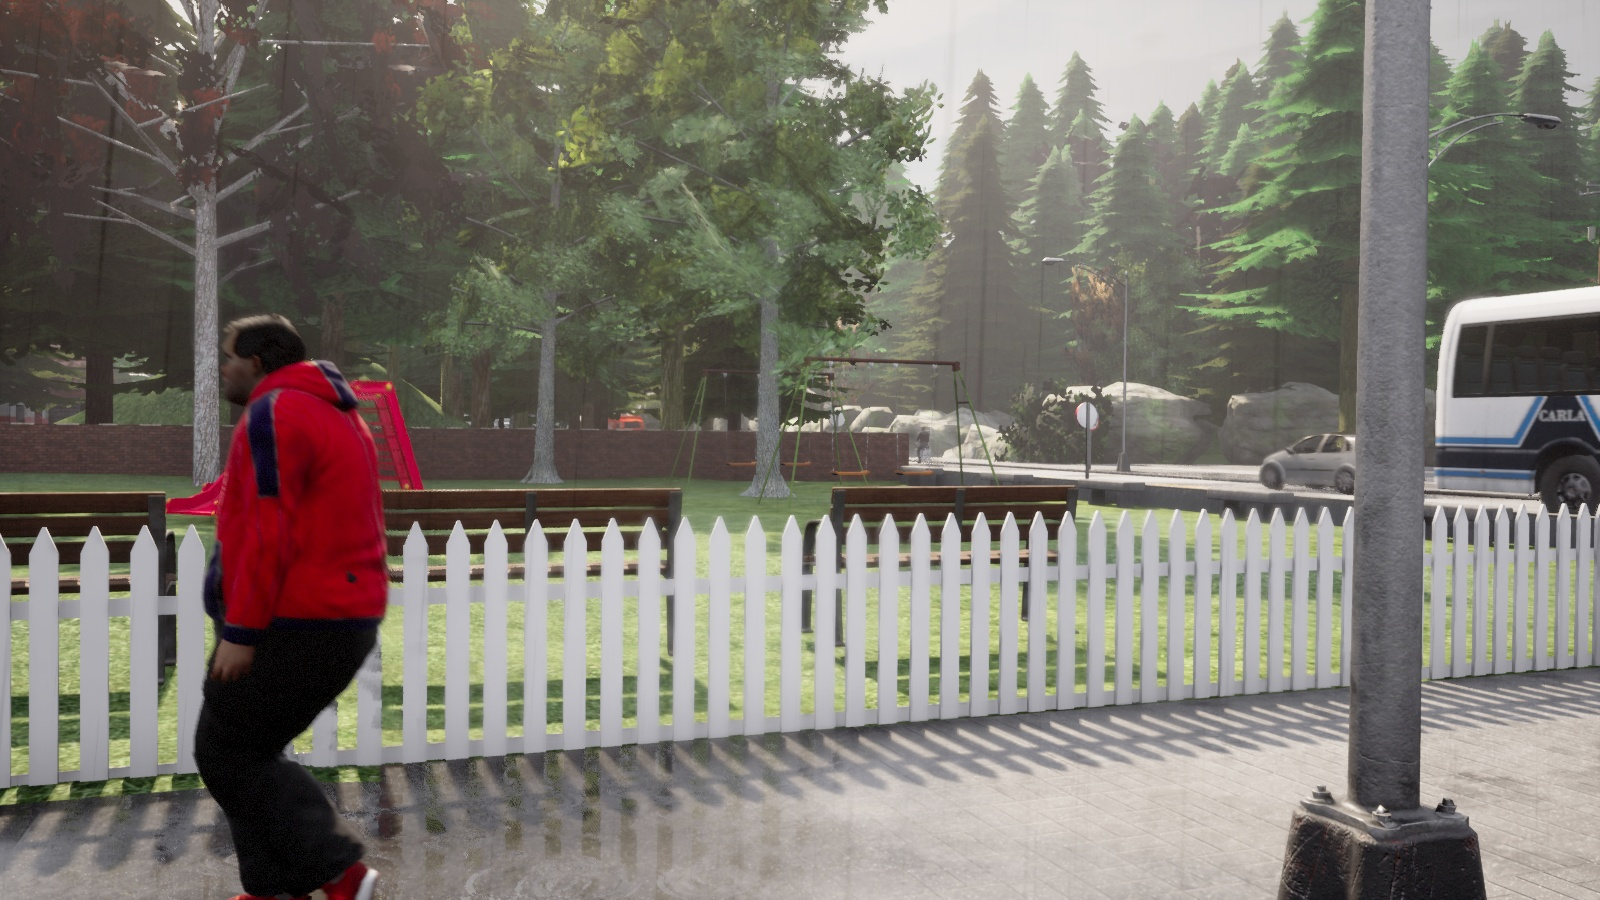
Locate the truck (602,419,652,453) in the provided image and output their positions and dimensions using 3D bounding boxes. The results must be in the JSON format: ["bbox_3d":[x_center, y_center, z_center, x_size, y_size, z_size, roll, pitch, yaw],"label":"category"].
[{"bbox_3d":[-13.171,-1.097,95.166,2.627,2.467,5.204,-1,1,-21],"label":"truck"}]

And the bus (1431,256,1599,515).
[{"bbox_3d":[15.615,-1.067,19.670,3.944,4.253,10.273,-1,1,-21],"label":"bus"}]

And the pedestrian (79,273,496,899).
[{"bbox_3d":[-1.390,0.465,3.547,0.899,1.844,0.634,-1,1,-2],"label":"pedestrian"}]

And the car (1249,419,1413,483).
[{"bbox_3d":[14.365,-0.015,34.197,1.851,1.617,3.988,-1,1,-21],"label":"car"}]
